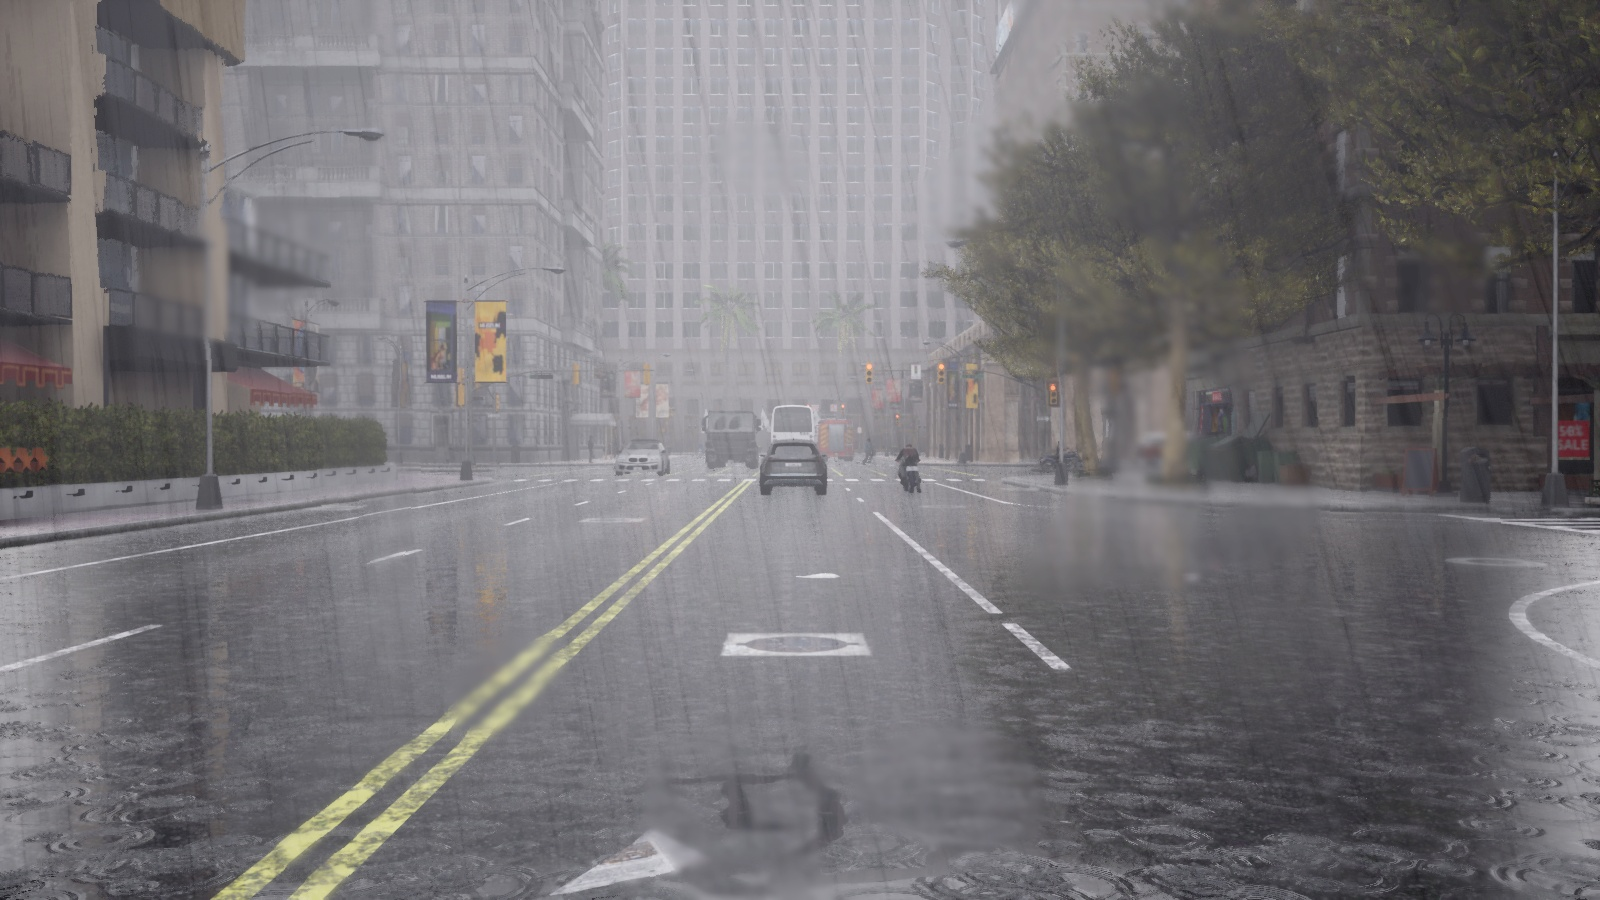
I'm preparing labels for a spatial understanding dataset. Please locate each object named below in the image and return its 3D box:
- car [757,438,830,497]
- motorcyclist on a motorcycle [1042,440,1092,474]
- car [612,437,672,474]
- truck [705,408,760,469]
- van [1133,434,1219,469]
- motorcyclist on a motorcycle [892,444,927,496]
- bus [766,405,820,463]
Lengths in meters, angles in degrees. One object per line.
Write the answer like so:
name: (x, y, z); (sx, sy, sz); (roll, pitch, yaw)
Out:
car: (-0.196, 0.465, 37.376); (2.033, 1.649, 4.856); (0, 0, 0)
motorcyclist on a motorcycle: (13.279, 0.355, 62.495); (2.350, 1.649, 0.766); (0, 0, 6)
car: (-7.327, 0.253, 58.738); (2.242, 1.667, 4.611); (0, 0, 0)
truck: (-3.924, -0.660, 74.586); (2.891, 3.462, 7.936); (0, 0, 0)
van: (22.090, 0.071, 73.871); (4.480, 2.038, 2.069); (0, 0, 1)
motorcyclist on a motorcycle: (3.298, 0.569, 38.045); (0.866, 1.530, 2.191); (0, 0, 0)
bus: (-0.563, -1.176, 96.592); (3.944, 4.253, 10.273); (0, 0, 0)
